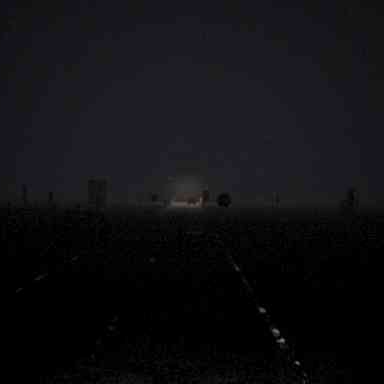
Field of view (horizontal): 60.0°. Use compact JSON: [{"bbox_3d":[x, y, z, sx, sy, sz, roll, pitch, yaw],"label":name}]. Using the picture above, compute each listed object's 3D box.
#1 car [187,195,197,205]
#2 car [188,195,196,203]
[{"bbox_3d":[-0.025,2.043,76.967,2.097,1.767,4.553,0,-1,0],"label":"car"},{"bbox_3d":[-0.028,1.891,87.034,2.150,2.045,5.566,0,-1,0],"label":"car"}]
